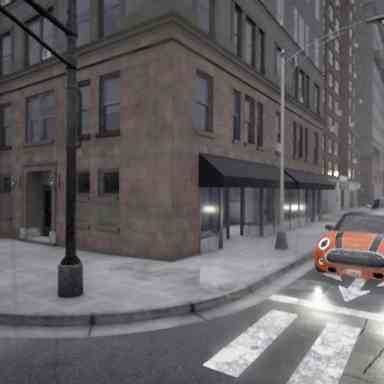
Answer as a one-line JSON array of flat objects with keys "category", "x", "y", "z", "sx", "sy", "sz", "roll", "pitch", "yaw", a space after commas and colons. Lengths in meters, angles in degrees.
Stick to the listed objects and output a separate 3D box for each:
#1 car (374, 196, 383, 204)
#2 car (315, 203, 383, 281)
[{"category": "car", "x": 11.270, "y": 1.285, "z": 18.663, "sx": 2.150, "sy": 2.045, "sz": 5.566, "roll": 1, "pitch": 0, "yaw": 35}, {"category": "car", "x": 5.238, "y": 1.387, "z": 9.977, "sx": 2.097, "sy": 1.767, "sz": 4.553, "roll": 1, "pitch": 0, "yaw": 34}]
